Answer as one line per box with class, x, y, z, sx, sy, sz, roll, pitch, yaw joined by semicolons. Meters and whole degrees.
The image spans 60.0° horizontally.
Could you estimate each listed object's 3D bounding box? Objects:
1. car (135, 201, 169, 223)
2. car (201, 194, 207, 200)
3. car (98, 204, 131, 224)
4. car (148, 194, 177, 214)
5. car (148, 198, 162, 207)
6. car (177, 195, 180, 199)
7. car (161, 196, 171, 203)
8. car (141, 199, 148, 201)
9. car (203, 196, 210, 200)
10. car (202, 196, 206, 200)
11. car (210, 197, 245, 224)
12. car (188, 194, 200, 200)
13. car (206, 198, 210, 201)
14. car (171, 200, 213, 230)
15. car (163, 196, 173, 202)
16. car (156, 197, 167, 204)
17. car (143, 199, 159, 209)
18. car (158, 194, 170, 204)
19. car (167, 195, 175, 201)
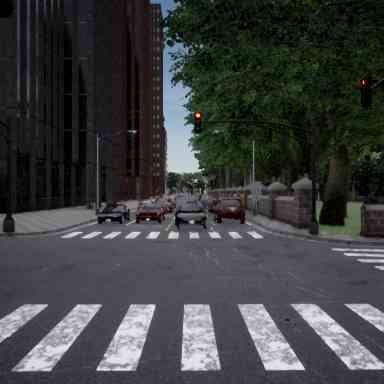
car;-3.090;1.611;25.483;1.895;1.301;4.718;0;0;0
car;2.783;1.479;52.325;1.967;1.590;4.097;0;0;0
car;-5.753;1.576;25.037;1.947;1.339;4.313;0;0;0
car;-3.085;1.372;35.475;2.097;1.767;4.553;0;0;1
car;-5.742;1.621;52.322;1.802;1.307;4.206;0;0;0
car;-3.072;1.536;45.709;1.837;1.490;4.892;0;0;0
car;-5.734;1.609;74.150;1.887;1.381;4.507;0;0;0
car;-5.747;1.577;41.408;2.008;1.369;4.403;0;0;0
car;2.779;1.577;41.412;2.008;1.369;4.403;0;0;0
car;2.781;1.583;46.869;2.008;1.369;4.403;0;0;0
car;2.772;1.325;25.043;2.192;1.841;5.009;0;0;0
car;0.116;1.610;59.462;1.994;1.385;4.181;0;0;1
car;2.777;1.587;35.955;1.947;1.339;4.313;0;0;0
car;-0.108;1.496;21.369;2.128;1.511;4.902;0;0;-3
car;-5.732;1.617;79.607;1.887;1.381;4.507;0;0;0
car;-5.738;1.632;63.236;1.802;1.307;4.206;0;0;0
car;-5.744;1.615;46.865;1.802;1.307;4.206;0;0;0
car;-5.736;1.372;68.694;2.192;1.841;5.009;0;0;0
car;-5.728;1.530;90.522;1.967;1.590;4.097;0;0;0
